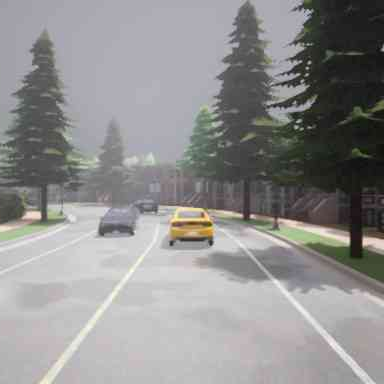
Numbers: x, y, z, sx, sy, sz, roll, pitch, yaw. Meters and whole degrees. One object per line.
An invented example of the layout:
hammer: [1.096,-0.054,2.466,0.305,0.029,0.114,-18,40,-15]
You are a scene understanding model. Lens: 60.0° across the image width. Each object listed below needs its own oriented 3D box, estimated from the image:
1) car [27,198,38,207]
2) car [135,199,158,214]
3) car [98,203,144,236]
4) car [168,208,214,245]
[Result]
car: [-25.416,1.603,53.281,4.181,1.385,1.994,0,0,34]
car: [-5.088,1.518,35.475,2.128,1.511,4.902,0,0,-25]
car: [-3.978,1.561,18.768,2.033,1.411,5.357,0,0,-6]
car: [-0.107,1.489,15.675,1.882,1.535,5.008,0,0,-3]
